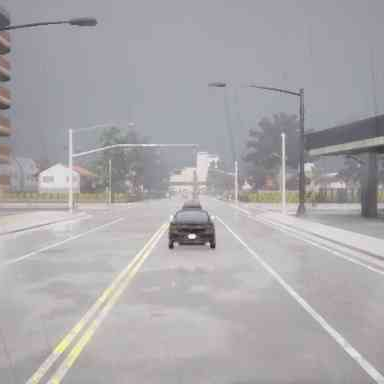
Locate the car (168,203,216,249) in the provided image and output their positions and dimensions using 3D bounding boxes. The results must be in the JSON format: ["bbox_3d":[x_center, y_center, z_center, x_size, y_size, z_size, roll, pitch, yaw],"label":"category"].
[{"bbox_3d":[0.000,1.483,14.650,1.882,1.535,5.008,0,0,0],"label":"car"}]

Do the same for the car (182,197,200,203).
[{"bbox_3d":[0.000,1.515,29.650,1.837,1.490,4.892,0,0,0],"label":"car"}]
